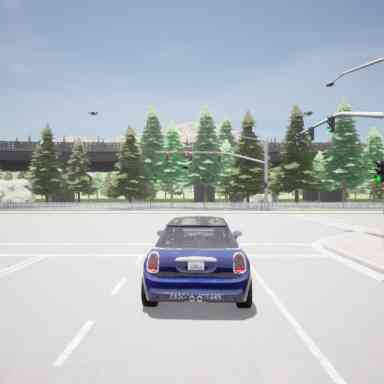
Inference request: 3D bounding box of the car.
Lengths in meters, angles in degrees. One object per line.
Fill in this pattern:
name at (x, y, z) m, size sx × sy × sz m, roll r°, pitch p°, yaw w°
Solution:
car at (0.167, 1.352, 8.102) m, size 2.097 × 1.767 × 4.553 m, roll 0°, pitch 0°, yaw 3°
